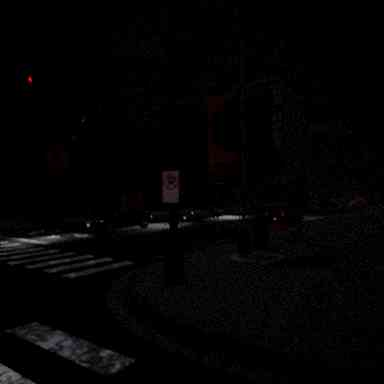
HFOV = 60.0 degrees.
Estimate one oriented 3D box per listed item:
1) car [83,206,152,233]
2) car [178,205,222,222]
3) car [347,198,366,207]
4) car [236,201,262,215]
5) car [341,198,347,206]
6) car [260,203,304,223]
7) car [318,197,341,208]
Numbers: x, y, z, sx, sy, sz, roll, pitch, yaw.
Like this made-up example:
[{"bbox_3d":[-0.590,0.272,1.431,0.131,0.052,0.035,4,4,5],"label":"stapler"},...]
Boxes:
[{"bbox_3d":[-4.674,1.696,21.531,2.128,1.511,4.902,-1,-1,36],"label":"car"},{"bbox_3d":[0.681,1.822,29.140,1.895,1.301,4.718,-1,-1,36],"label":"car"},{"bbox_3d":[28.457,1.730,56.859,1.882,1.535,5.008,-1,-1,35],"label":"car"},{"bbox_3d":[6.702,1.734,37.637,2.128,1.511,4.902,-1,-1,35],"label":"car"},{"bbox_3d":[27.453,1.819,61.073,1.812,1.442,4.674,-1,-1,35],"label":"car"},{"bbox_3d":[7.648,1.760,27.376,1.895,1.301,4.718,-1,0,35],"label":"car"},{"bbox_3d":[21.717,1.616,52.947,2.097,1.767,4.553,-1,-1,35],"label":"car"}]
